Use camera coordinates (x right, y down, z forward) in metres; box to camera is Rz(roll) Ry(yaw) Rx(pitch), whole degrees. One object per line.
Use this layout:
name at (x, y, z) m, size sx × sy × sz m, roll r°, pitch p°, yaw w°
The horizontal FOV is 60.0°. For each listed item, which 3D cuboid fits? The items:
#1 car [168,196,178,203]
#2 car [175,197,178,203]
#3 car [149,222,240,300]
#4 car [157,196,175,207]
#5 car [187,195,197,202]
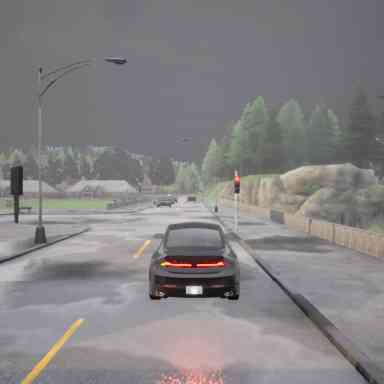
car at (-4.019, 1.593, 69.926) m, size 1.895 × 1.301 × 4.718 m, roll 0°, pitch 0°, yaw 0°
car at (-4.094, 1.503, 59.744) m, size 1.837 × 1.490 × 4.892 m, roll 0°, pitch 0°, yaw 0°
car at (0.058, 1.505, 8.363) m, size 1.837 × 1.490 × 4.892 m, roll 0°, pitch 0°, yaw 0°
car at (-4.109, 1.563, 49.729) m, size 1.994 × 1.385 × 4.181 m, roll 0°, pitch 0°, yaw 0°
car at (-0.020, 1.322, 70.981) m, size 1.882 × 1.535 × 5.008 m, roll 0°, pitch 0°, yaw 0°
